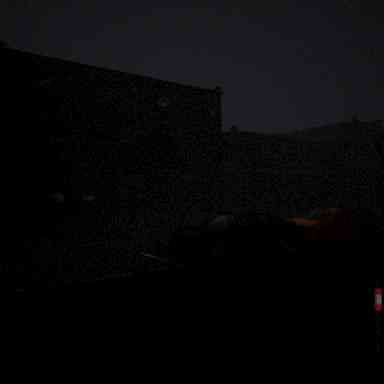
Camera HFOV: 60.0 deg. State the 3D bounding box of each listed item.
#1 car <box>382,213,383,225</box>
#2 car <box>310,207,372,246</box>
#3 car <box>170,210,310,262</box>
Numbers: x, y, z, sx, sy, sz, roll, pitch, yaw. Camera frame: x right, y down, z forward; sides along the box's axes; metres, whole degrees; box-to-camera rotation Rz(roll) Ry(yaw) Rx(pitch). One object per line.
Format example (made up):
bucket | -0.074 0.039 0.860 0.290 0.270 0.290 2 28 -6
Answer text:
car | 14.144 1.356 20.800 5.566 2.045 2.435 1 0 -35
car | 6.108 1.464 15.042 5.008 1.535 2.097 1 -1 -33
car | 1.599 1.415 11.810 5.008 1.535 2.097 1 0 -33
